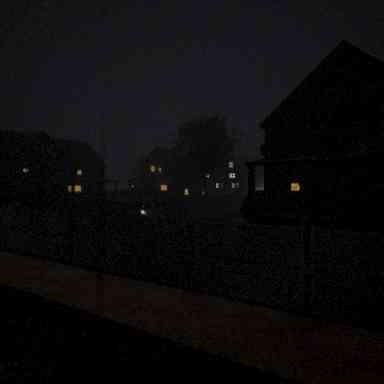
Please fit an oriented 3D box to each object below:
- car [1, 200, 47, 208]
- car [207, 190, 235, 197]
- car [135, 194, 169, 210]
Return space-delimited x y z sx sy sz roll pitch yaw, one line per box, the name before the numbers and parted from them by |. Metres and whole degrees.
car | -11.269 1.222 21.973 1.994 1.385 4.181 1 2 36
car | 3.827 0.530 42.976 1.882 1.535 5.008 1 2 36
car | -3.828 0.922 32.349 1.994 1.385 4.181 1 2 36
